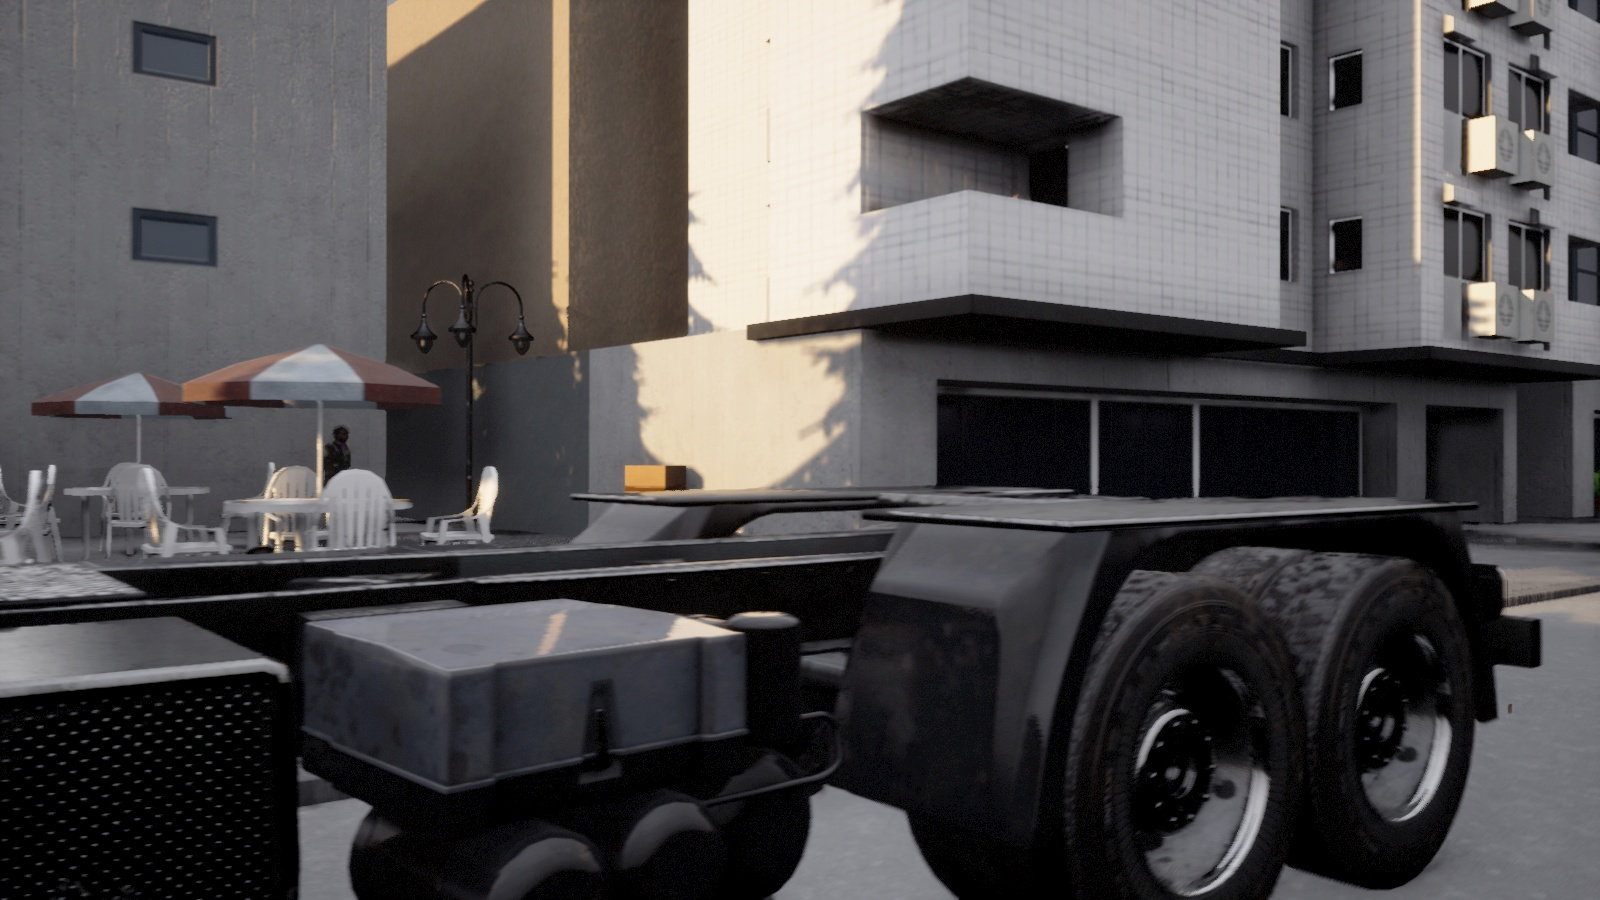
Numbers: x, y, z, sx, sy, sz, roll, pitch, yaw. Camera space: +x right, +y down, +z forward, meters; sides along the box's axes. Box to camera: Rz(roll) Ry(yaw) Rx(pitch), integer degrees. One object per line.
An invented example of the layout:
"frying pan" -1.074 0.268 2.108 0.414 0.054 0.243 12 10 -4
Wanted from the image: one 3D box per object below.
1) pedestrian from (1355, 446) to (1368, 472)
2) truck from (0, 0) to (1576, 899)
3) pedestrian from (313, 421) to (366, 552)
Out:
"pedestrian" 39.722 0.609 88.848 0.402 1.842 0.726 0 0 -24
"truck" -0.985 -0.224 3.637 7.936 3.462 2.891 0 0 -38
"pedestrian" -6.911 0.546 18.848 0.692 1.930 0.395 0 0 30
